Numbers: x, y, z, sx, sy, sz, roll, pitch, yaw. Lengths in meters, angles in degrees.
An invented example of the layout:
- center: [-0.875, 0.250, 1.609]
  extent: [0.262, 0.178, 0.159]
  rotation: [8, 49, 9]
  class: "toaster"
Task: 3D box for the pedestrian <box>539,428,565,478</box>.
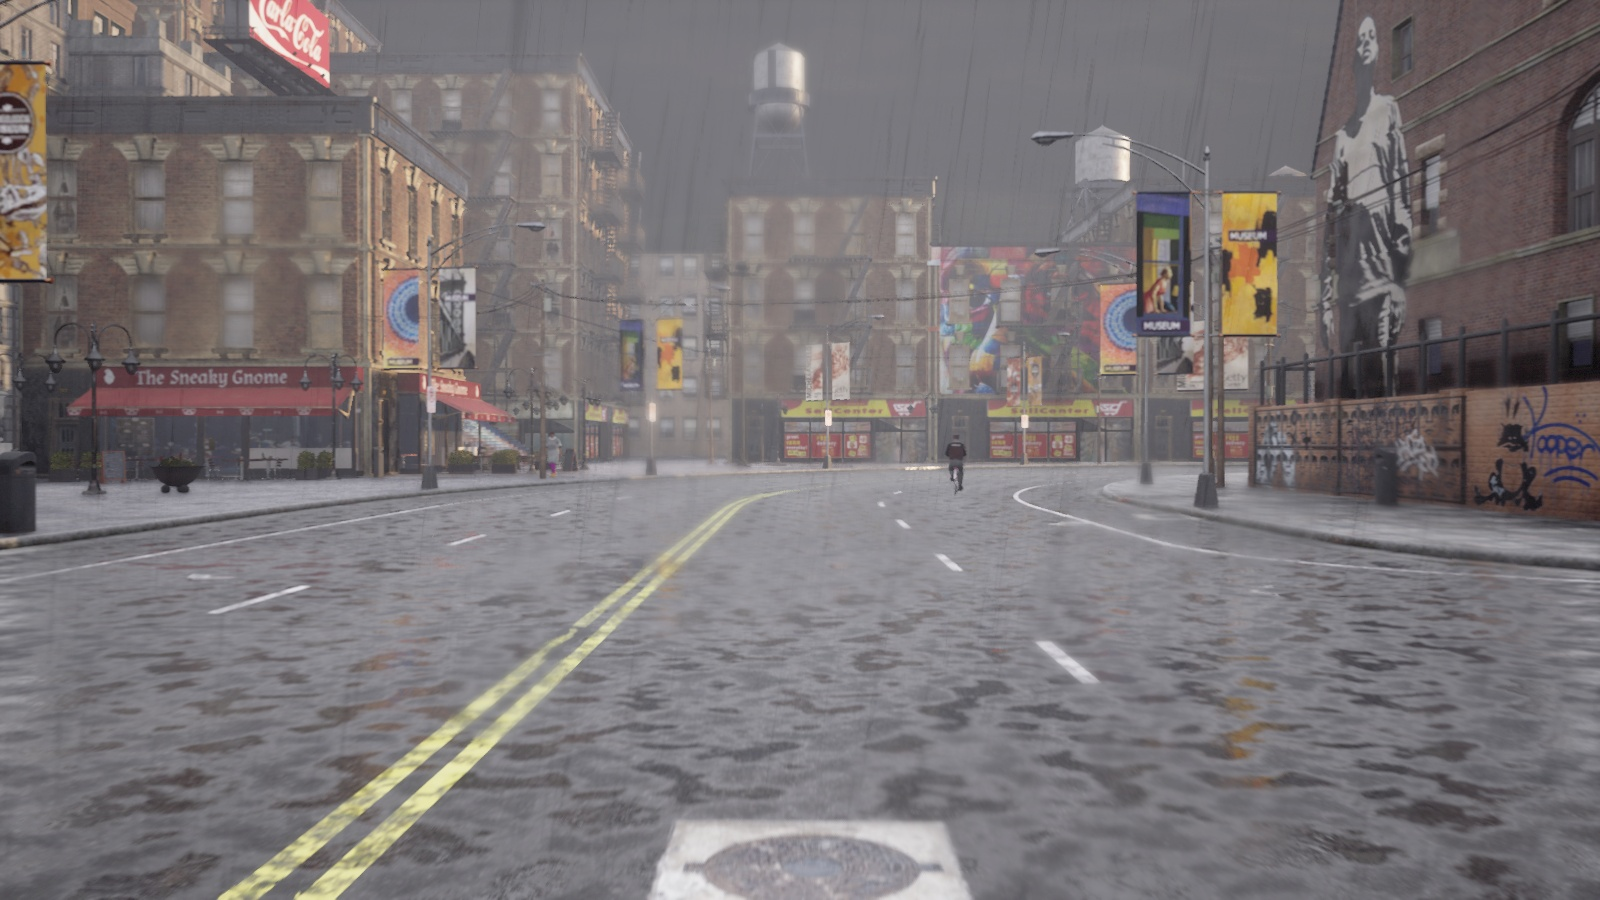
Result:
- center: [-9.769, 0.117, 49.450]
  extent: [0.659, 1.952, 0.873]
  rotation: [0, 0, 17]
  class: "pedestrian"
